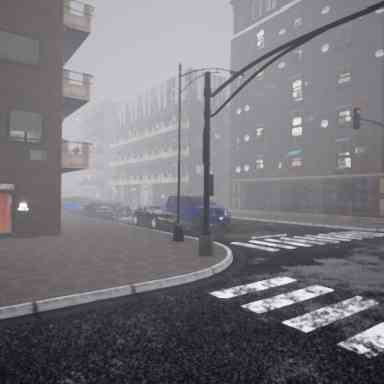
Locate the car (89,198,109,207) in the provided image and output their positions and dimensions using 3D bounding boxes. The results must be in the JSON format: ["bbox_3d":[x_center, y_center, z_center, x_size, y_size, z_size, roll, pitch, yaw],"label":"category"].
[{"bbox_3d":[-15.030,1.728,53.713,1.802,1.307,4.206,1,-1,-35],"label":"car"}]

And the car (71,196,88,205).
[{"bbox_3d":[-21.398,1.604,62.913,1.967,1.590,4.097,1,-1,-35],"label":"car"}]

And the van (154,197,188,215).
[{"bbox_3d":[-2.291,1.448,35.316,1.690,1.788,3.998,1,-1,-35],"label":"van"}]

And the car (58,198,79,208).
[{"bbox_3d":[-18.315,1.602,49.100,1.812,1.442,4.674,1,-1,-34],"label":"car"}]

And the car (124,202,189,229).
[{"bbox_3d":[-2.402,1.538,21.630,2.008,1.369,4.403,1,-1,-35],"label":"car"}]

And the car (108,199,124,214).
[{"bbox_3d":[-7.626,1.643,33.515,1.895,1.301,4.718,1,-1,-34],"label":"car"}]

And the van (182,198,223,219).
[{"bbox_3d":[0.893,1.437,30.717,1.690,1.788,3.998,1,-1,-35],"label":"van"}]

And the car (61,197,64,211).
[{"bbox_3d":[-15.140,1.580,40.029,2.008,1.369,4.403,1,-1,-35],"label":"car"}]

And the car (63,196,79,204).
[{"bbox_3d":[-24.582,1.612,67.512,1.967,1.590,4.097,1,-1,-35],"label":"car"}]

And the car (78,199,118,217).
[{"bbox_3d":[-8.772,1.591,30.829,1.802,1.307,4.206,1,-1,-35],"label":"car"}]

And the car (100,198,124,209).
[{"bbox_3d":[-11.846,1.681,49.113,1.887,1.381,4.507,1,-1,-35],"label":"car"}]

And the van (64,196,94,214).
[{"bbox_3d":[-11.954,1.360,35.430,1.690,1.788,3.998,1,-1,-35],"label":"van"}]

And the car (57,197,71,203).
[{"bbox_3d":[-27.768,1.725,72.111,1.887,1.381,4.507,1,-1,-35],"label":"car"}]

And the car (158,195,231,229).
[{"bbox_3d":[0.183,1.239,22.234,2.150,2.045,5.566,1,-1,-35],"label":"car"}]

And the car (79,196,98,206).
[{"bbox_3d":[-18.214,1.595,58.313,1.967,1.590,4.097,1,-1,-35],"label":"car"}]
